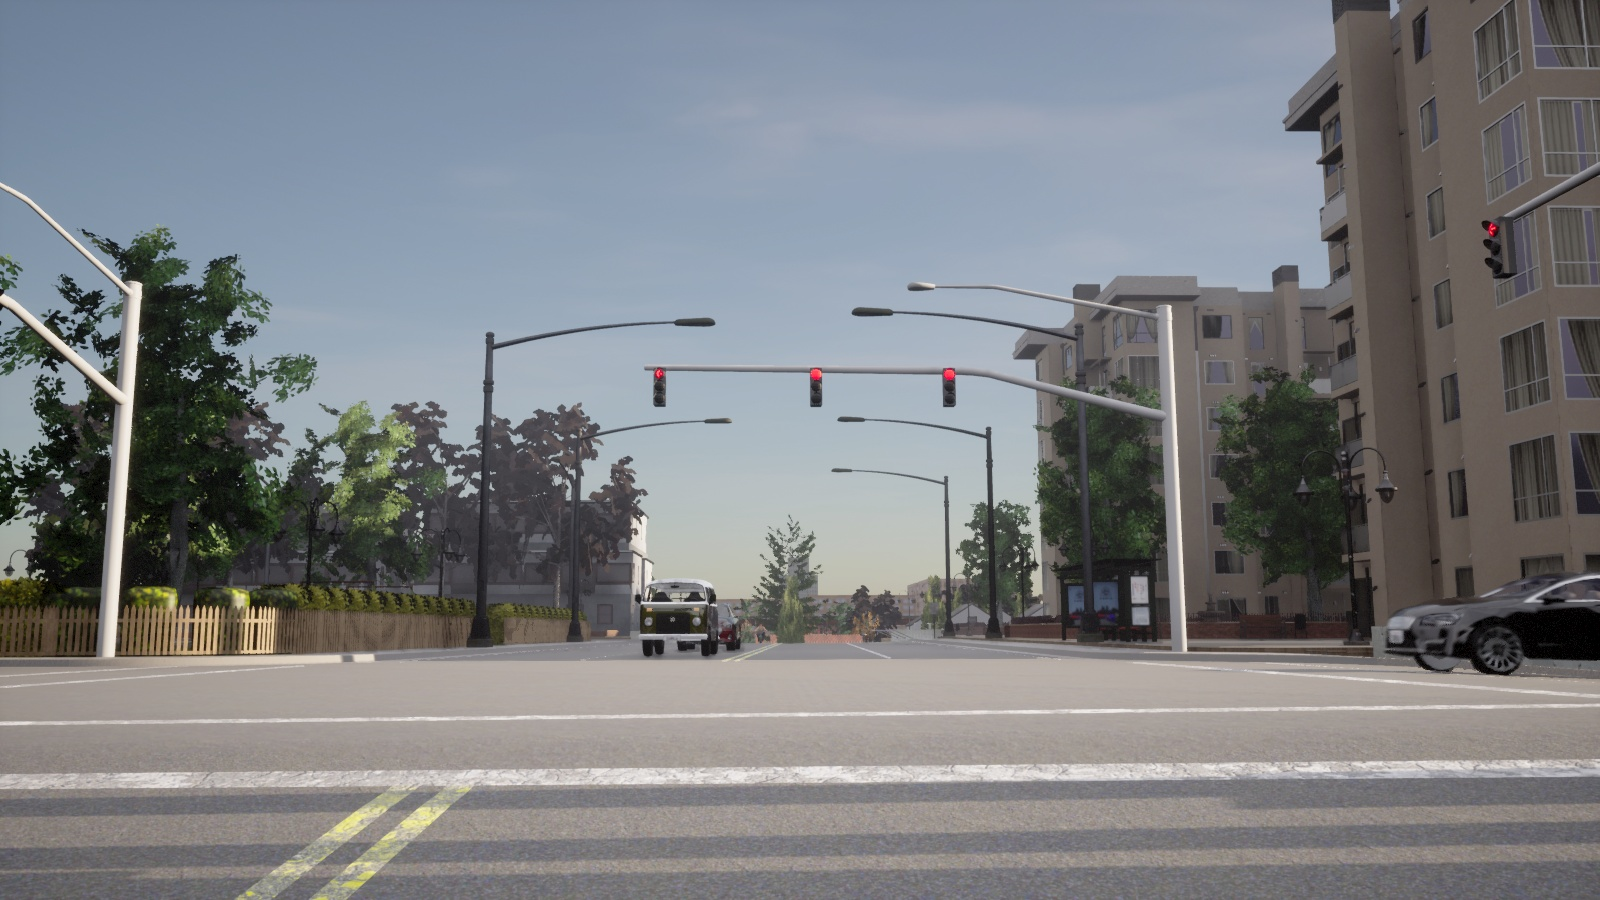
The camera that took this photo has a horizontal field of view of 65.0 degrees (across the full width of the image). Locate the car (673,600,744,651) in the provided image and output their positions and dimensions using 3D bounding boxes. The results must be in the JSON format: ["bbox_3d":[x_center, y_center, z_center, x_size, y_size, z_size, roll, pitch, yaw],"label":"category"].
[{"bbox_3d":[-3.074,6.025,43.030,2.033,1.649,4.856,0,-8,0],"label":"car"}]

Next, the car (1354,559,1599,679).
[{"bbox_3d":[10.883,2.480,18.013,4.902,1.511,2.128,2,-8,0],"label":"car"}]

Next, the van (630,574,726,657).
[{"bbox_3d":[-3.168,4.443,33.519,2.069,2.038,4.480,0,-8,1],"label":"van"}]
